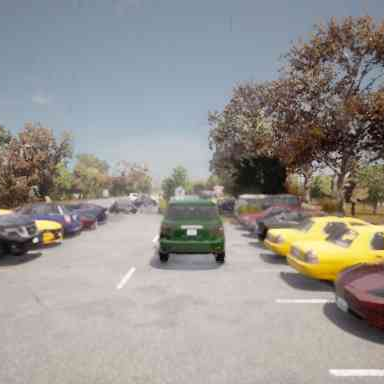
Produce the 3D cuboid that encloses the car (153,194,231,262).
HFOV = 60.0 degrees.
[{"bbox_3d":[0.006,1.259,12.517,2.150,2.045,5.566,0,1,0],"label":"car"}]

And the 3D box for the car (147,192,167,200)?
[{"bbox_3d":[-8.341,1.012,79.890,4.553,1.767,2.185,0,1,0],"label":"car"}]

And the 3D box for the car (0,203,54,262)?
[{"bbox_3d":[-8.014,1.271,11.180,5.566,2.045,2.435,0,0,0],"label":"car"}]

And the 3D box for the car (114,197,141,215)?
[{"bbox_3d":[-6.912,1.460,33.130,1.812,1.442,4.674,1,-2,-25],"label":"car"}]

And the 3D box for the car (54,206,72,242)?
[{"bbox_3d":[-8.049,1.507,13.974,5.008,1.535,2.097,0,0,0],"label":"car"}]

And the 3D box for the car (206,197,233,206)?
[{"bbox_3d":[4.729,1.565,57.695,4.674,1.452,2.002,0,1,0],"label":"car"}]

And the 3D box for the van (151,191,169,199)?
[{"bbox_3d":[-8.262,0.851,85.438,4.442,1.987,1.878,0,1,0],"label":"van"}]

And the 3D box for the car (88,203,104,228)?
[{"bbox_3d":[-8.016,1.479,19.540,4.792,1.488,2.163,0,1,0],"label":"car"}]

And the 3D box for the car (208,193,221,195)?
[{"bbox_3d":[4.769,1.504,52.278,4.553,1.767,2.185,0,1,0],"label":"car"}]

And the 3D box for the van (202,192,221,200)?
[{"bbox_3d":[4.599,0.913,79.824,4.442,1.987,1.878,0,1,0],"label":"van"}]

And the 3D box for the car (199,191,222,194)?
[{"bbox_3d":[4.751,1.115,65.998,5.566,2.045,2.435,0,1,0],"label":"car"}]

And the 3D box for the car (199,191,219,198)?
[{"bbox_3d":[4.664,0.739,93.689,5.566,2.045,2.435,0,1,0],"label":"car"}]

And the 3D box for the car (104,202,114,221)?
[{"bbox_3d":[-8.075,1.447,22.324,4.792,1.488,2.163,0,1,0],"label":"car"}]

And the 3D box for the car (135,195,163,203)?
[{"bbox_3d":[-8.543,1.362,66.020,5.366,1.575,1.946,0,1,0],"label":"car"}]

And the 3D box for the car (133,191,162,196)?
[{"bbox_3d":[-8.320,1.274,57.688,5.566,2.045,2.435,0,1,0],"label":"car"}]

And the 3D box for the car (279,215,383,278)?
[{"bbox_3d":[5.223,1.526,8.452,5.366,1.575,1.946,0,0,0],"label":"car"}]

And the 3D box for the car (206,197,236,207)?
[{"bbox_3d":[4.705,1.608,54.926,4.792,1.488,2.163,0,1,0],"label":"car"}]

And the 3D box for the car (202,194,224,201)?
[{"bbox_3d":[4.742,1.242,74.436,4.792,1.488,2.163,0,1,0],"label":"car"}]

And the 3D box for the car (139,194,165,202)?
[{"bbox_3d":[-8.549,1.256,71.692,5.366,1.575,1.946,0,1,0],"label":"car"}]

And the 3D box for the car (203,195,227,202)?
[{"bbox_3d":[4.691,1.343,68.772,4.792,1.488,2.163,0,1,0],"label":"car"}]

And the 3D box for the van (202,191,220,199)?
[{"bbox_3d":[4.818,0.852,85.380,4.442,1.987,1.878,0,1,0],"label":"van"}]

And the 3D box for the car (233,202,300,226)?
[{"bbox_3d":[5.037,1.488,19.737,4.674,1.452,2.002,0,1,0],"label":"car"}]

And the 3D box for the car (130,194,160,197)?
[{"bbox_3d":[-8.340,1.578,54.917,5.008,1.535,2.097,0,1,0],"label":"car"}]

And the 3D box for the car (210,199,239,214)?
[{"bbox_3d":[3.546,1.549,37.005,1.882,1.535,5.008,1,-1,-10],"label":"car"}]

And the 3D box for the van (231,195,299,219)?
[{"bbox_3d":[4.908,1.192,22.407,4.442,1.987,1.878,-1,1,0],"label":"van"}]

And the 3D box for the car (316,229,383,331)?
[{"bbox_3d":[5.009,1.555,5.796,4.792,1.488,2.163,0,0,0],"label":"car"}]

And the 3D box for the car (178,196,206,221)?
[{"bbox_3d":[-0.033,1.256,26.688,2.097,1.767,4.553,0,0,-1],"label":"car"}]

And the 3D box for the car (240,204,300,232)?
[{"bbox_3d":[5.038,1.520,16.952,4.674,1.452,2.002,0,1,0],"label":"car"}]

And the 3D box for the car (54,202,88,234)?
[{"bbox_3d":[-8.013,1.356,16.752,4.553,1.767,2.185,0,1,0],"label":"car"}]

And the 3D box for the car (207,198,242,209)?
[{"bbox_3d":[4.736,1.682,49.509,5.008,1.535,2.097,0,1,0],"label":"car"}]

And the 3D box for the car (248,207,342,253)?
[{"bbox_3d":[5.065,1.536,14.040,4.792,1.488,2.163,0,1,0],"label":"car"}]

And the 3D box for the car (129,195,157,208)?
[{"bbox_3d":[-8.371,1.661,52.142,4.792,1.488,2.163,0,1,0],"label":"car"}]

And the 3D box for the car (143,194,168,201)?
[{"bbox_3d":[-8.181,1.211,74.345,5.366,1.575,1.946,0,1,0],"label":"car"}]

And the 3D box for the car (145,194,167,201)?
[{"bbox_3d":[-8.375,1.174,77.112,4.892,1.521,2.231,0,1,0],"label":"car"}]

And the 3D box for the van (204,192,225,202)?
[{"bbox_3d":[4.833,1.034,71.661,4.442,1.987,1.878,0,1,0],"label":"van"}]

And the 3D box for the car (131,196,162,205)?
[{"bbox_3d":[-8.166,1.469,60.469,5.366,1.575,1.946,0,1,0],"label":"car"}]

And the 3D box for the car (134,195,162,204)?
[{"bbox_3d":[-8.348,1.419,63.245,4.892,1.521,2.231,0,1,0],"label":"car"}]

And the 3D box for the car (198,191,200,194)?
[{"bbox_3d":[4.710,1.107,82.612,5.008,1.535,2.097,0,1,0],"label":"car"}]
